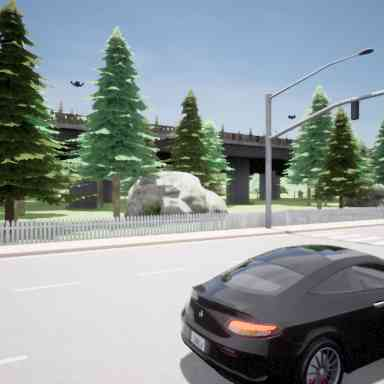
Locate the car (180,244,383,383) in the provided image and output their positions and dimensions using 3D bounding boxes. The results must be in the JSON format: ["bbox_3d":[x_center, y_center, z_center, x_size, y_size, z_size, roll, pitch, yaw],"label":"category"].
[{"bbox_3d":[2.082,1.525,4.908,4.674,1.442,1.812,0,0,-29],"label":"car"}]
